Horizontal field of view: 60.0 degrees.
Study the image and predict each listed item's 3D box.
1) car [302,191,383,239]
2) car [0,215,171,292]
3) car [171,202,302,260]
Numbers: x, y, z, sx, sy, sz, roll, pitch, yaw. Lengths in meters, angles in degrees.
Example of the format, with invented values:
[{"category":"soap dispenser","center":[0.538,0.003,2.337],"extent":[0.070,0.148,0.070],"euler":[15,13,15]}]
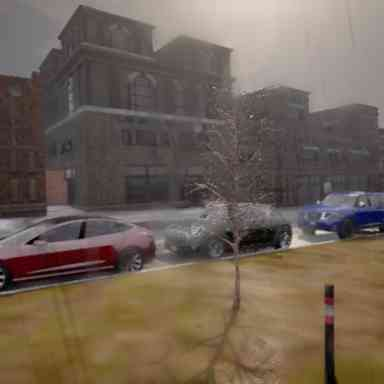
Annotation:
[{"category":"car","center":[7.558,1.006,15.995],"extent":[5.566,2.045,2.435],"euler":[0,0,-33]},{"category":"car","center":[-3.218,1.358,8.274],"extent":[4.792,1.488,2.163],"euler":[0,1,-33]},{"category":"car","center":[1.334,1.162,11.541],"extent":[4.553,1.767,2.185],"euler":[0,0,-33]}]
